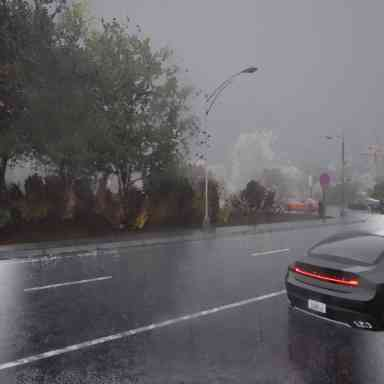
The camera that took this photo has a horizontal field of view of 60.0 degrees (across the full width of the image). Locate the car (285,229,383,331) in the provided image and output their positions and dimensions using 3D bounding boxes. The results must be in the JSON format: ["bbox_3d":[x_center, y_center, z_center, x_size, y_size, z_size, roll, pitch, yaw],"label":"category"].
[{"bbox_3d":[3.891,1.505,6.513,4.892,1.490,1.837,0,0,-35],"label":"car"}]

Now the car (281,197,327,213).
[{"bbox_3d":[12.566,1.352,36.862,2.097,1.767,4.553,0,0,-32],"label":"car"}]

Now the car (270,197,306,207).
[{"bbox_3d":[15.163,1.538,52.817,2.033,1.411,5.357,0,0,-32],"label":"car"}]

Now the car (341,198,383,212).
[{"bbox_3d":[19.837,1.505,38.825,1.837,1.490,4.892,0,0,-32],"label":"car"}]
